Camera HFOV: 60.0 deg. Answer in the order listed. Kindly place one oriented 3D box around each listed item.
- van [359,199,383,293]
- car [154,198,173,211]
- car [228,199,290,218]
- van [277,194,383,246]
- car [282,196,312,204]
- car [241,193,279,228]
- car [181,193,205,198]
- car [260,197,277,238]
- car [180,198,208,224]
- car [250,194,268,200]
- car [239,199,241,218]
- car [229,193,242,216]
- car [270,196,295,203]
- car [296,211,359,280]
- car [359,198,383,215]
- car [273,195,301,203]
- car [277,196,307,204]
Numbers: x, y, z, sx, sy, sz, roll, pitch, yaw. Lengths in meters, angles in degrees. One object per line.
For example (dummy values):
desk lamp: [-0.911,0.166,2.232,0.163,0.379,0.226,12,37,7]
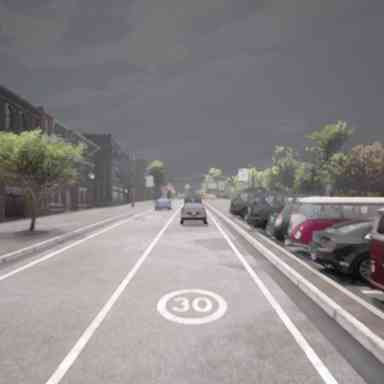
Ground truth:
van: [5.721,1.205,5.916,4.442,1.987,1.878,0,0,0]
car: [-3.331,1.427,39.205,1.812,1.442,4.674,0,0,0]
car: [5.602,1.338,28.339,4.892,1.521,2.231,0,0,0]
van: [5.485,1.171,11.523,4.442,1.987,1.878,0,0,0]
car: [18.719,1.473,59.575,4.674,1.452,2.002,0,0,0]
car: [5.629,1.115,17.128,5.566,2.045,2.435,0,0,0]
car: [0.112,1.132,41.218,2.150,2.045,5.566,0,0,0]
car: [5.569,1.254,14.327,4.553,1.767,2.185,0,0,0]
car: [0.108,1.413,23.740,2.033,1.411,5.357,0,0,0]
car: [18.789,1.427,93.609,4.553,1.767,2.185,0,0,0]
car: [5.607,1.354,19.934,4.892,1.521,2.231,0,0,0]
car: [5.634,1.088,25.538,5.566,2.045,2.435,0,0,0]
car: [18.729,1.507,69.273,4.674,1.452,2.002,0,0,0]
car: [5.597,1.415,8.720,4.892,1.521,2.231,0,0,0]
car: [18.685,1.338,31.090,5.008,1.535,2.097,0,0,0]
car: [18.723,1.456,65.997,4.892,1.521,2.231,0,0,0]
car: [18.731,1.443,62.724,5.008,1.535,2.097,0,0,0]
